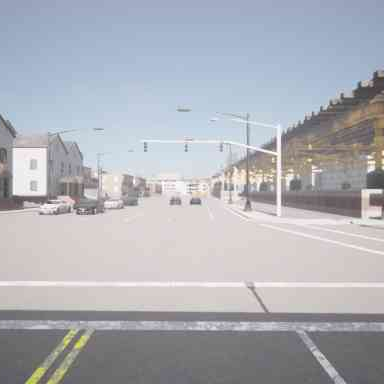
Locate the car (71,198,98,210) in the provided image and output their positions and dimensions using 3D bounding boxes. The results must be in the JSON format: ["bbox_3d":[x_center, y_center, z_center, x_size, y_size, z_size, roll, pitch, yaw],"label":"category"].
[{"bbox_3d":[-13.792,1.564,42.954,1.994,1.385,4.181,0,0,2],"label":"car"}]

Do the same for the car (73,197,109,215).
[{"bbox_3d":[-10.485,1.505,34.541,1.837,1.490,4.892,0,0,1],"label":"car"}]

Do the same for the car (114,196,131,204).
[{"bbox_3d":[-13.287,1.547,64.043,2.033,1.411,5.357,0,0,2],"label":"car"}]

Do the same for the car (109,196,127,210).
[{"bbox_3d":[-10.275,1.526,43.778,1.812,1.442,4.674,0,0,1],"label":"car"}]

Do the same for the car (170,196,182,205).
[{"bbox_3d":[-2.855,1.491,58.997,2.128,1.511,4.902,0,0,1],"label":"car"}]

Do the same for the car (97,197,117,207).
[{"bbox_3d":[-13.570,1.504,53.186,1.837,1.490,4.892,0,0,1],"label":"car"}]

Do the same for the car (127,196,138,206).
[{"bbox_3d":[-10.048,1.477,54.253,1.882,1.535,5.008,0,0,1],"label":"car"}]

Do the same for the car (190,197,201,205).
[{"bbox_3d":[0.644,1.564,58.921,1.994,1.385,4.181,0,0,1],"label":"car"}]

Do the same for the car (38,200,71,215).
[{"bbox_3d":[-13.993,1.526,34.244,1.812,1.442,4.674,0,0,1],"label":"car"}]
